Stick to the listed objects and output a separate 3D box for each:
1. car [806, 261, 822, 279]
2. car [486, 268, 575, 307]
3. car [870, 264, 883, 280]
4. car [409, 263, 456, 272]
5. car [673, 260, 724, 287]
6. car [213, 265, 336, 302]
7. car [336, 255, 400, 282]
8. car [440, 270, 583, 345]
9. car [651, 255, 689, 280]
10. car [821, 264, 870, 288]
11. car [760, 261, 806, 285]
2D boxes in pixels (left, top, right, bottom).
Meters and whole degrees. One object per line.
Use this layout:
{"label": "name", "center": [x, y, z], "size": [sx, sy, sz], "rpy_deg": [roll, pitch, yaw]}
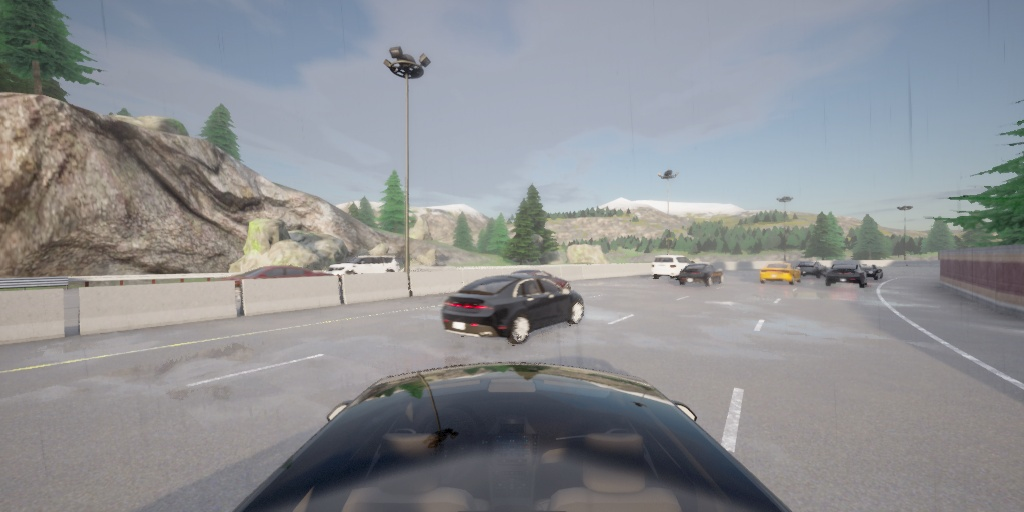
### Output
{"label": "car", "center": [27.713, 1.241, 33.200], "size": [4.902, 1.511, 2.128], "rpy_deg": [0, 0, -39]}
{"label": "car", "center": [0.951, 1.314, 16.279], "size": [1.994, 1.385, 4.181], "rpy_deg": [0, 0, 38]}
{"label": "car", "center": [30.428, 1.351, 30.912], "size": [4.718, 1.301, 1.895], "rpy_deg": [0, 0, -39]}
{"label": "car", "center": [-8.374, 1.351, 37.990], "size": [1.895, 1.301, 4.718], "rpy_deg": [0, 0, 43]}
{"label": "car", "center": [13.149, 1.257, 24.787], "size": [1.837, 1.490, 4.892], "rpy_deg": [0, 0, 44]}
{"label": "car", "center": [-11.650, 1.227, 17.403], "size": [1.882, 1.535, 5.008], "rpy_deg": [0, 0, 36]}
{"label": "car", "center": [-11.762, 0.971, 28.741], "size": [2.150, 2.045, 5.566], "rpy_deg": [0, 0, 39]}
{"label": "car", "center": [0.273, 1.254, 9.677], "size": [1.837, 1.490, 4.892], "rpy_deg": [0, 0, 36]}
{"label": "car", "center": [13.860, 0.971, 30.453], "size": [5.566, 2.045, 2.150], "rpy_deg": [0, 0, -44]}
{"label": "car", "center": [22.484, 1.255, 24.082], "size": [4.892, 1.490, 1.837], "rpy_deg": [0, 0, -43]}
{"label": "car", "center": [19.769, 1.228, 26.330], "size": [5.008, 1.535, 1.882], "rpy_deg": [0, 0, -44]}
